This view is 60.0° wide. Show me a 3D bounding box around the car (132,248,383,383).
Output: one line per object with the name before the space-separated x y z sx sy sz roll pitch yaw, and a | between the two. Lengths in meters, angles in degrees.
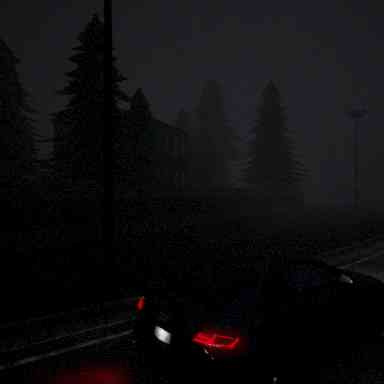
car | 1.249 1.563 4.944 4.181 1.385 1.994 0 0 -38
